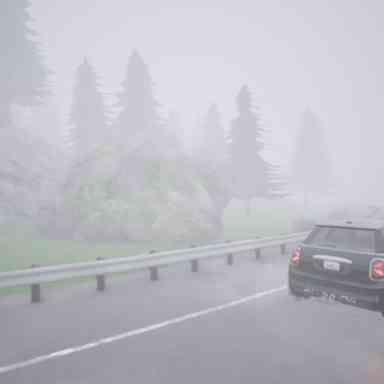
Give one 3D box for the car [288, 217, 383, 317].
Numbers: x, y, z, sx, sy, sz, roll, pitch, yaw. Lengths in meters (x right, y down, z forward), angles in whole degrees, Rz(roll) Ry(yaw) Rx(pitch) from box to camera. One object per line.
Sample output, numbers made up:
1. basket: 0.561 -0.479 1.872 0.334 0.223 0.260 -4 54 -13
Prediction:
1. car: 4.173 1.372 7.523 4.553 1.767 2.097 0 0 -41
